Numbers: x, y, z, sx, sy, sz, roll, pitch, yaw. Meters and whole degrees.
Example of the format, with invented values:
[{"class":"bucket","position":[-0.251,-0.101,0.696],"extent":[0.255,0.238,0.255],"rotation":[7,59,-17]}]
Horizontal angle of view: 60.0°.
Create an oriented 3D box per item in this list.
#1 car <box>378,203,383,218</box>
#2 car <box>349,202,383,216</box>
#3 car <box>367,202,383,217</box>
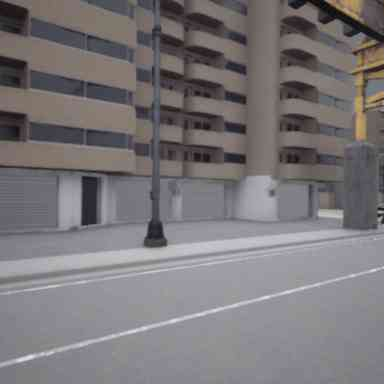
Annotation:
[{"class":"car","position":[18.127,1.830,33.493],"extent":[2.038,1.542,4.974],"rotation":[1,0,-11]},{"class":"car","position":[18.118,1.672,33.545],"extent":[1.853,1.218,4.536],"rotation":[1,0,-11]},{"class":"car","position":[21.702,1.876,35.642],"extent":[4.974,1.542,2.038],"rotation":[0,0,34]}]
